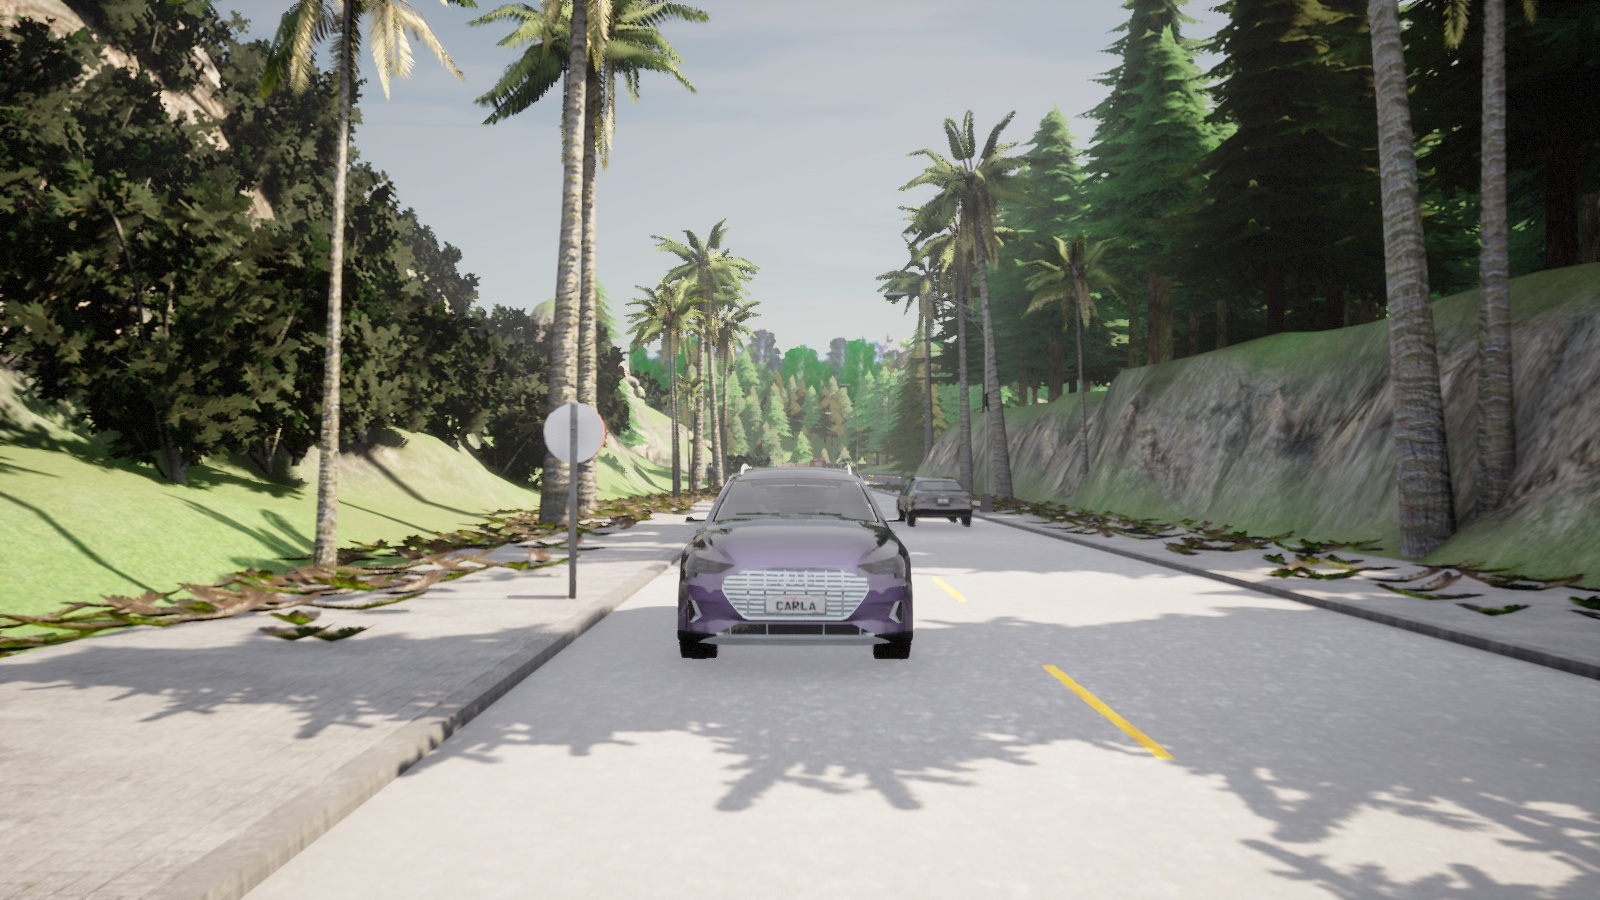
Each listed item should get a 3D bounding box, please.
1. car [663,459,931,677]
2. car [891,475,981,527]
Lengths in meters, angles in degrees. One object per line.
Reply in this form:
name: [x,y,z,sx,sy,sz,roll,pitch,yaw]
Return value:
car: [-0.032,0.937,11.978,2.033,1.649,4.856,0,-1,0]
car: [3.902,1.439,36.872,2.033,1.411,5.357,0,-1,0]
